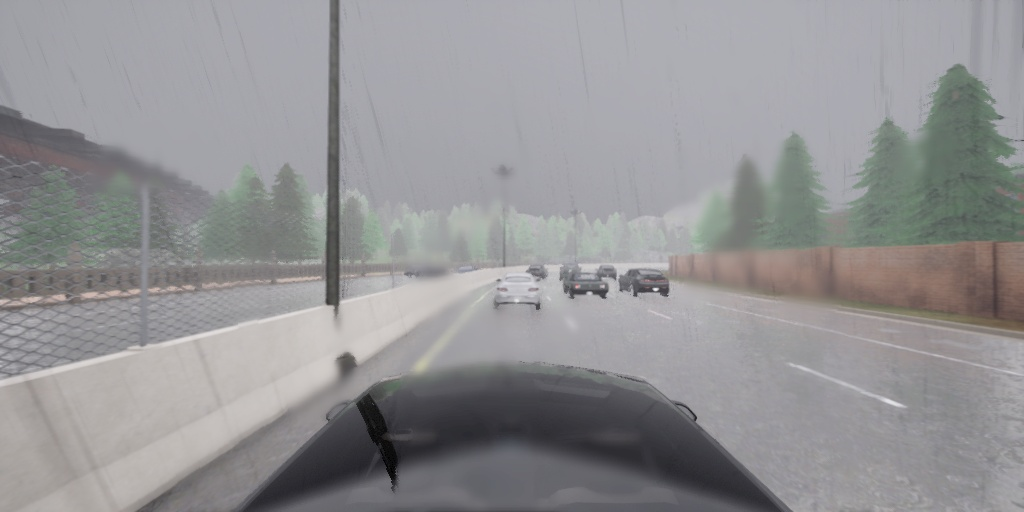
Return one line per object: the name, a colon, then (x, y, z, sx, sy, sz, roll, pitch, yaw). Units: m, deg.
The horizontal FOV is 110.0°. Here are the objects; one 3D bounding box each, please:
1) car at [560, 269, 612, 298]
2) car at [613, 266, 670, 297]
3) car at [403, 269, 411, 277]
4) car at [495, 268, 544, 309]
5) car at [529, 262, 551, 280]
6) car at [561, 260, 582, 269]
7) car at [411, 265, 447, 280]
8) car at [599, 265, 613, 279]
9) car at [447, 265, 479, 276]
car: (3.911, 1.569, 19.816, 1.895, 1.301, 4.718, 0, -1, 2)
car: (7.467, 1.484, 20.727, 1.837, 1.490, 4.892, 0, -1, 3)
car: (-10.753, 1.778, 42.576, 2.033, 1.411, 5.357, 0, -1, 14)
car: (0.277, 1.443, 15.803, 1.812, 1.442, 4.674, 0, 0, 1)
car: (2.715, 1.685, 37.632, 1.837, 1.490, 4.892, 0, 0, 12)
car: (6.021, 1.517, 36.347, 2.097, 1.767, 4.553, 0, -1, 12)
car: (-8.321, 1.771, 37.432, 1.895, 1.301, 4.718, 0, -1, 11)
car: (9.612, 1.674, 36.498, 1.837, 1.490, 4.892, 0, -1, 12)
car: (-4.738, 1.696, 37.310, 1.812, 1.442, 4.674, 0, -1, 12)
